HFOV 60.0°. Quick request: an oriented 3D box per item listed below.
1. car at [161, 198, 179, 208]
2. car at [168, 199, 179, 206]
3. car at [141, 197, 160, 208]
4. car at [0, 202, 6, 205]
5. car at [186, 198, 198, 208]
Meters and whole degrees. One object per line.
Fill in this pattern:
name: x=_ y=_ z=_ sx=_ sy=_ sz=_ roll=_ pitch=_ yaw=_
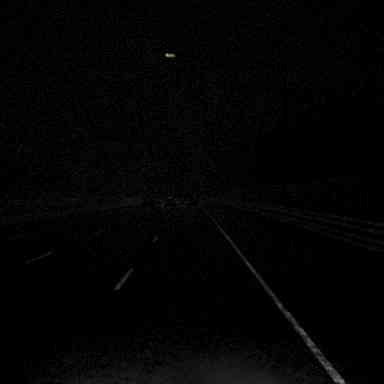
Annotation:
car: x=-3.490 y=1.772 z=53.846 sx=1.837 sy=1.490 sz=4.892 roll=0 pitch=-1 yaw=0
car: x=-3.484 y=2.017 z=64.933 sx=1.895 sy=1.301 sz=4.718 roll=0 pitch=-1 yaw=0
car: x=-6.990 y=1.624 z=54.169 sx=2.097 sy=1.767 sz=4.553 roll=0 pitch=-1 yaw=0
car: x=-17.577 y=1.557 z=28.877 sx=1.812 sy=1.442 sz=4.674 roll=0 pitch=0 yaw=0
car: x=0.010 y=1.777 z=54.229 sx=1.837 sy=1.490 sz=4.892 roll=0 pitch=-1 yaw=0
